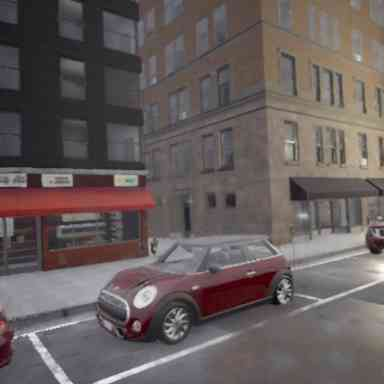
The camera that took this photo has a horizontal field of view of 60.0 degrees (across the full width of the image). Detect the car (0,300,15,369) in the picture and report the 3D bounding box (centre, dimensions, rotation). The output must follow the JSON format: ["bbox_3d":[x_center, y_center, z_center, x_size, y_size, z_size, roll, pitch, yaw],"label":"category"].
[{"bbox_3d":[-4.221,1.861,3.457,4.206,1.307,1.802,-1,-3,-37],"label":"car"}]

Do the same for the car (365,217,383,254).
[{"bbox_3d":[8.983,1.455,13.386,5.009,1.841,2.192,-1,-3,-37],"label":"car"}]

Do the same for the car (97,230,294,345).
[{"bbox_3d":[0.178,1.674,6.769,4.097,1.590,1.967,-1,-3,-37],"label":"car"}]
